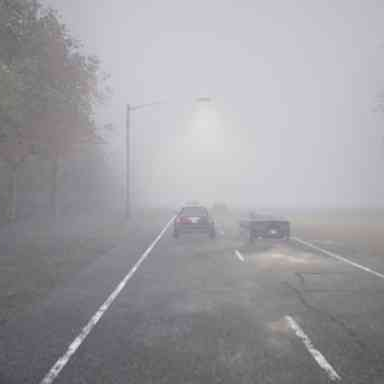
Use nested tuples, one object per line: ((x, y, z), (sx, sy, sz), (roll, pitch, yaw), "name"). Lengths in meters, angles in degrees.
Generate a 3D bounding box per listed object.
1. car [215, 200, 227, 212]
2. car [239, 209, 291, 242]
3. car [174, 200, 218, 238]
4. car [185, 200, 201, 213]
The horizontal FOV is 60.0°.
((3.604, 1.825, 44.203), (2.128, 1.511, 4.902), (0, 0, 0), "car")
((3.597, 1.614, 17.181), (1.882, 1.535, 5.008), (0, 0, 0), "car")
((0.103, 1.500, 18.794), (2.097, 1.767, 4.553), (0, -1, 0), "car")
((0.105, 1.825, 42.189), (1.837, 1.490, 4.892), (0, 0, 0), "car")
